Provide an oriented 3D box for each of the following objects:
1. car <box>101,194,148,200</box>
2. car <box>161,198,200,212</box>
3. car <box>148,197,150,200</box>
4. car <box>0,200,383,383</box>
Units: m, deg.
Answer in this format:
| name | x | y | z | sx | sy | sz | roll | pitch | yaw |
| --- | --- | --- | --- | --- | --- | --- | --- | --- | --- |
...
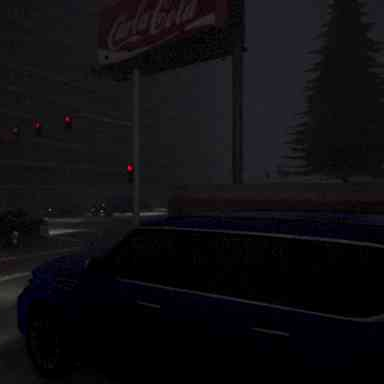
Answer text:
| name | x | y | z | sx | sy | sz | roll | pitch | yaw |
| --- | --- | --- | --- | --- | --- | --- | --- | --- | --- |
| car | -7.082 | 1.214 | 31.278 | 2.150 | 2.045 | 5.566 | 0 | 0 | 35 |
| car | -1.265 | 1.482 | 39.518 | 2.128 | 1.511 | 4.902 | 0 | 0 | 35 |
| car | -6.510 | 1.342 | 38.159 | 2.097 | 1.767 | 4.553 | 0 | 0 | 35 |
| car | 0.300 | 1.221 | 3.779 | 5.566 | 2.045 | 2.150 | 0 | 0 | 36 |
